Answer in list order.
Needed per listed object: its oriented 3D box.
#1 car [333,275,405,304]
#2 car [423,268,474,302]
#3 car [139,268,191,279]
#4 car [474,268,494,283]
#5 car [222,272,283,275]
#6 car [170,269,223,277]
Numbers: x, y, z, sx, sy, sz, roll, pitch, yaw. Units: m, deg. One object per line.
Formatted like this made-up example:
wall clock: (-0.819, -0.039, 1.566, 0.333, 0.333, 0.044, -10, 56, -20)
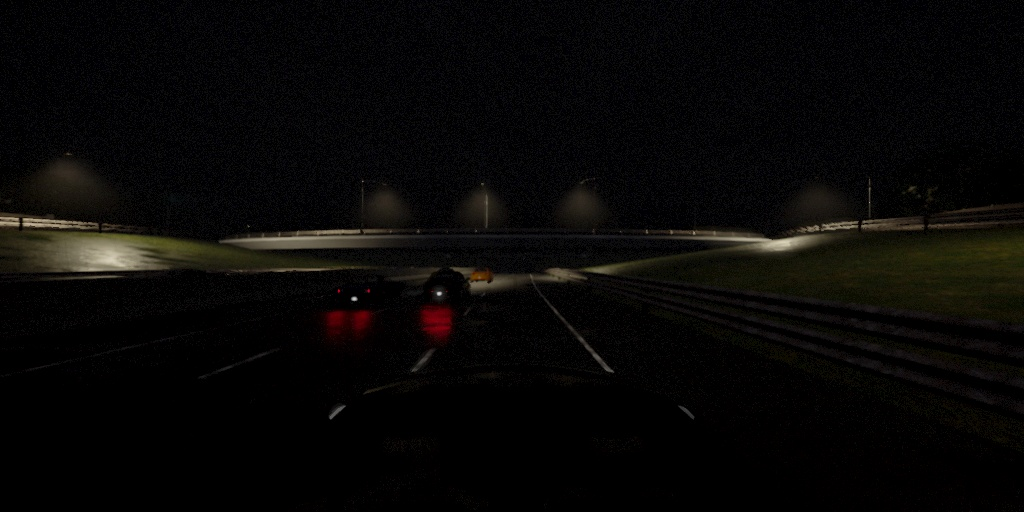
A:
car: (-6.894, 1.618, 17.943, 1.895, 1.301, 4.718, 0, -1, 0)
car: (-3.383, 1.546, 19.197, 1.837, 1.490, 4.892, 0, -1, 0)
car: (-24.471, 1.675, 26.396, 1.882, 1.535, 5.008, 0, -1, 1)
car: (-2.952, 1.926, 36.246, 1.882, 1.535, 5.008, 0, -2, 2)
car: (-17.496, 1.777, 25.440, 1.895, 1.301, 4.718, 0, -1, 1)
car: (-20.993, 1.780, 25.581, 1.895, 1.301, 4.718, 0, -1, 1)
